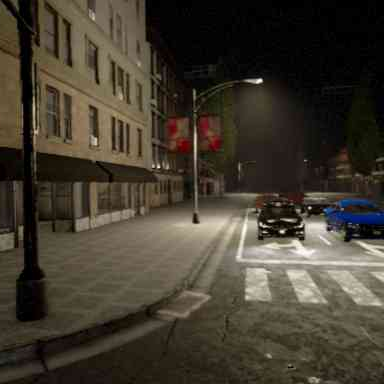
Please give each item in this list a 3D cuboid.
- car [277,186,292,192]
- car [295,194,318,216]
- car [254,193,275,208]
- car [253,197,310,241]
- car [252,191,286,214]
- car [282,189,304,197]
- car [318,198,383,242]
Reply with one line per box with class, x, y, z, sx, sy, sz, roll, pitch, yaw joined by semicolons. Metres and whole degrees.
car;12.928;0.220;46.056;2.150;2.045;5.566;-1;1;11
car;8.695;1.060;23.420;1.895;1.301;4.718;-1;1;11
car;7.463;0.838;34.650;1.994;1.385;4.181;-1;1;11
car;3.809;1.182;14.830;1.837;1.490;4.892;-1;1;11
car;5.624;0.954;24.696;1.882;1.535;5.008;-1;1;11
car;10.603;0.726;33.762;1.882;1.535;5.008;-1;1;11
car;7.004;1.123;14.234;1.882;1.535;5.008;-1;1;10
